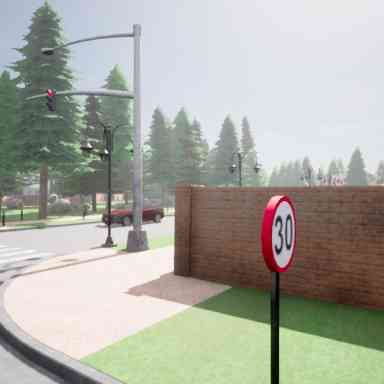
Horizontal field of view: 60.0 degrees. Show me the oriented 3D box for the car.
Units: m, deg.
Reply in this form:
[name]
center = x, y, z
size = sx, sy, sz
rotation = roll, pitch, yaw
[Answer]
[car]
center = -4.012, 1.463, 23.168
size = 1.882, 1.535, 5.008
rotation = 0, 0, 35
